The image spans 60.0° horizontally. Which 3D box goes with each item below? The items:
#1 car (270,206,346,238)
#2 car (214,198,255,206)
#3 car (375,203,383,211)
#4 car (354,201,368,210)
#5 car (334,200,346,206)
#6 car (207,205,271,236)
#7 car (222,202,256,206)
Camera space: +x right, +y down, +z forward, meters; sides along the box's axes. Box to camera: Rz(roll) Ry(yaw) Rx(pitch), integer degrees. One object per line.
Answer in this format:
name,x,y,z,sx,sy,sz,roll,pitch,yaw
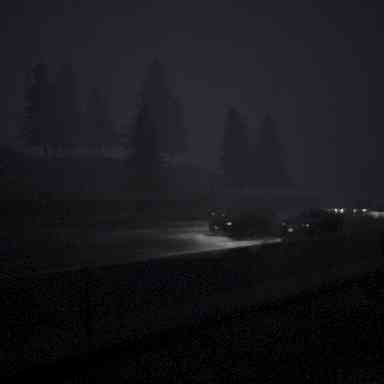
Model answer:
car,6.880,1.724,18.827,4.902,1.511,2.128,1,-1,-43
car,3.783,1.539,30.325,5.566,2.045,2.150,1,-1,-45
car,29.104,2.315,50.817,1.895,1.301,4.718,0,-1,33
car,30.005,2.302,59.194,1.837,1.490,4.892,1,0,29
car,28.017,2.336,62.897,2.128,1.511,4.902,0,-1,28
car,3.090,1.739,20.121,4.674,1.442,1.812,1,-1,-42
car,5.011,1.782,26.658,4.902,1.511,2.128,1,-1,-44
